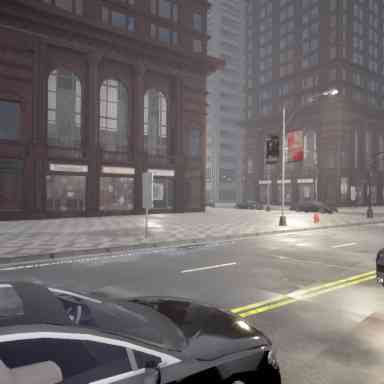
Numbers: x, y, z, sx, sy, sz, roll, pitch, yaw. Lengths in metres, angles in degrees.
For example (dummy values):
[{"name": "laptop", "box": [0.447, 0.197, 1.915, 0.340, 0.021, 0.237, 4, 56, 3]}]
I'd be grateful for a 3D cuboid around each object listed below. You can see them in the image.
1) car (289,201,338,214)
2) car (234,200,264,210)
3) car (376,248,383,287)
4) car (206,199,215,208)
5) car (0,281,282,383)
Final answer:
[{"name": "car", "box": [13.478, 1.723, 37.188, 2.033, 1.411, 5.357, 1, -1, -35]}, {"name": "car", "box": [7.720, 1.785, 45.289, 1.994, 1.385, 4.181, 1, -1, -35]}, {"name": "car", "box": [6.227, 1.515, 7.874, 4.892, 1.490, 1.837, 0, 0, -35]}, {"name": "car", "box": [1.690, 1.746, 53.780, 1.882, 1.535, 5.008, 1, -1, -35]}, {"name": "car", "box": [-1.387, 1.492, 2.450, 4.902, 1.511, 2.128, 0, 0, -36]}]
